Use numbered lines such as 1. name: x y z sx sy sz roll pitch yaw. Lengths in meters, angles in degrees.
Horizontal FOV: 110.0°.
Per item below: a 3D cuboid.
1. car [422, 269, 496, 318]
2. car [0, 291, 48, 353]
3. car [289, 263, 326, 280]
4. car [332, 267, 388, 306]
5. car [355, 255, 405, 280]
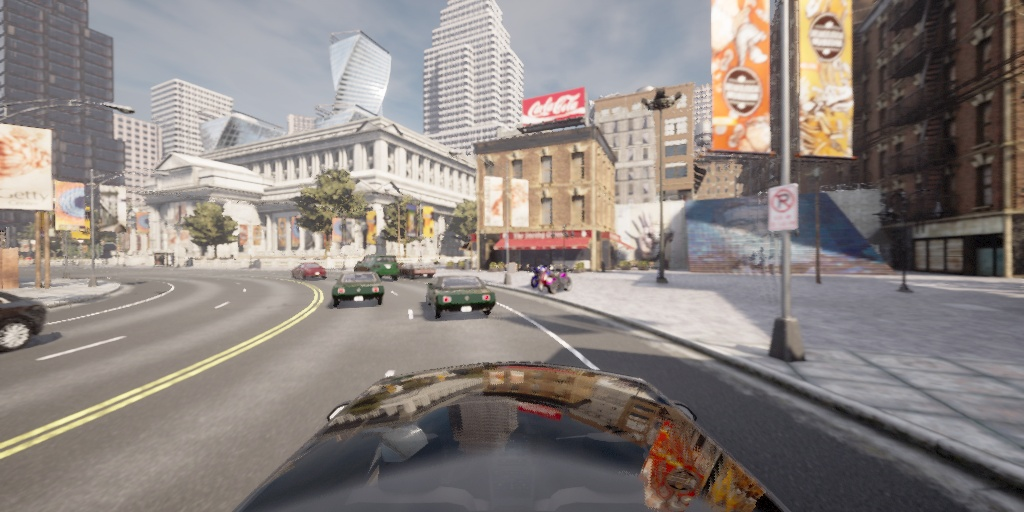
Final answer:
1. car: -2.045 1.320 13.035 1.895 1.301 4.718 0 0 -17
2. car: -11.231 1.321 6.117 1.837 1.490 4.892 0 0 -12
3. car: -17.828 1.288 31.395 4.674 1.442 1.812 0 0 44
4. car: -6.738 1.344 15.789 1.895 1.301 4.718 0 0 -23
5. car: -11.159 0.942 29.438 2.150 2.045 5.566 0 0 -39
